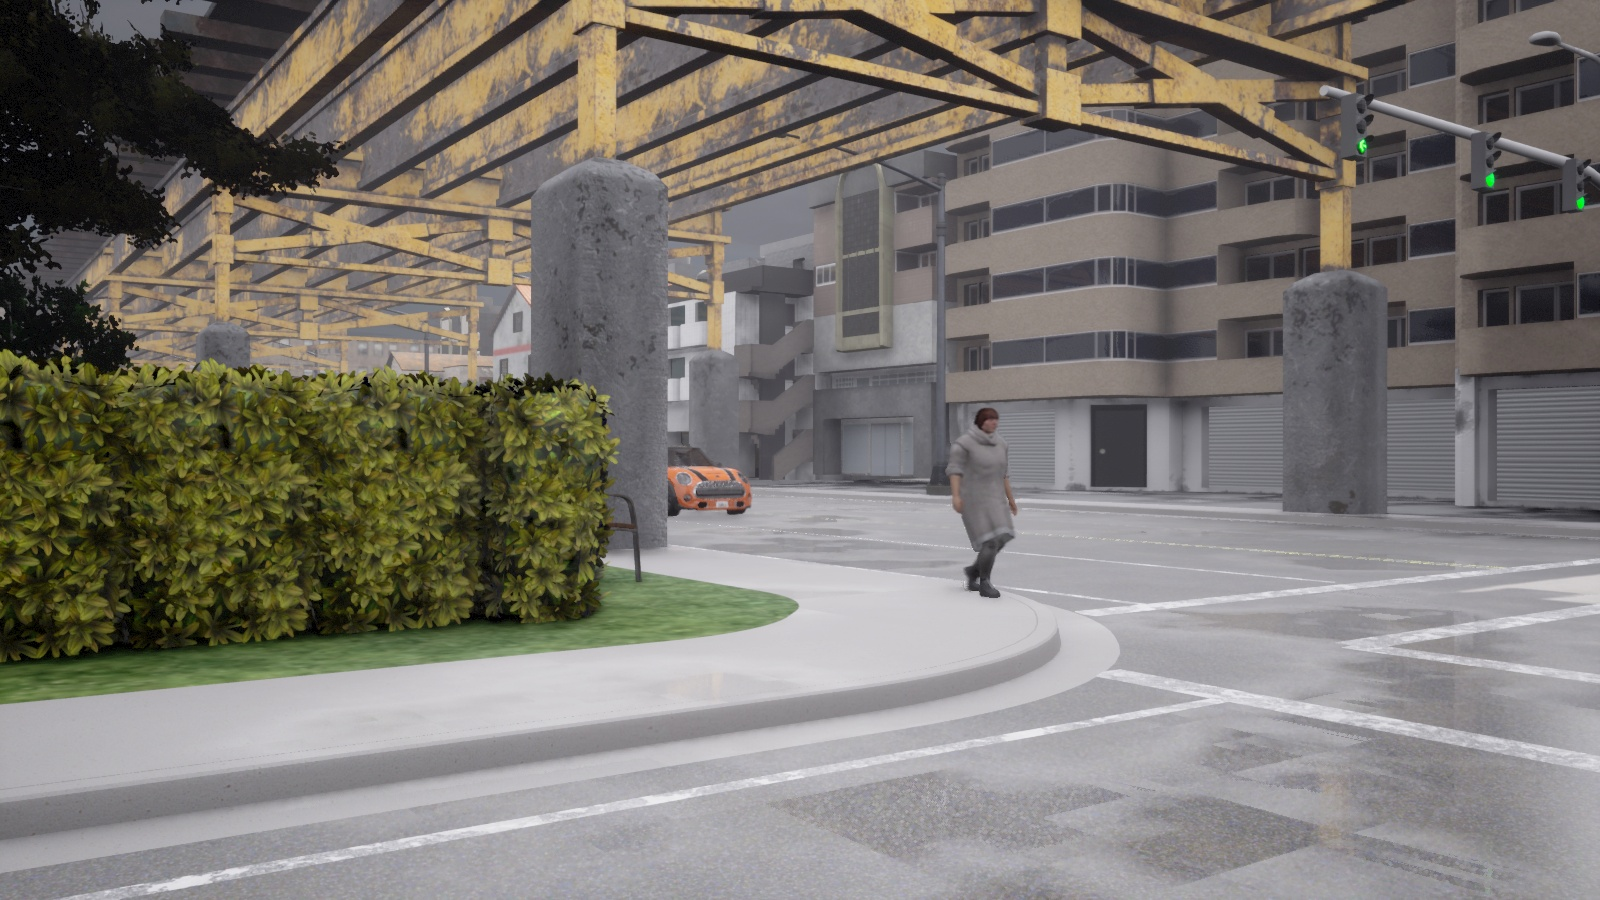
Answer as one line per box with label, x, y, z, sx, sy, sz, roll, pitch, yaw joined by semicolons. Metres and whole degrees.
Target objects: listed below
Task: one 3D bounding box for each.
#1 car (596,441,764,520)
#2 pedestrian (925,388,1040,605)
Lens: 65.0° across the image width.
car;-3.012;0.685;30.559;2.097;1.767;4.553;0;0;-35
pedestrian;1.717;0.421;11.861;0.659;1.952;0.873;0;0;-33
